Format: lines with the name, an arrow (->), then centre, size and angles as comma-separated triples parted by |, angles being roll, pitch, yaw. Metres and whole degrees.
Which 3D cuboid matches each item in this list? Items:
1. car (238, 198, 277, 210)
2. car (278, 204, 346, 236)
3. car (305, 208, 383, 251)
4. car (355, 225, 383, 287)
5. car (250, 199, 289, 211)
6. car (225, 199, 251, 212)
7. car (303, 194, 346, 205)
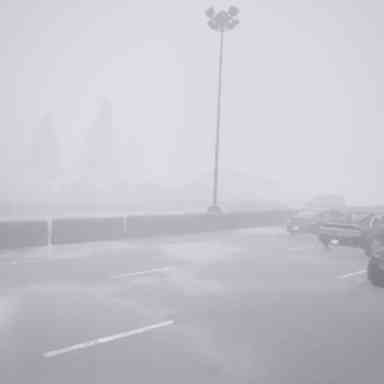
car -> 8.846, 1.613, 44.618 | 5.357, 1.411, 2.033 | 0, 0, -35
car -> 6.824, 1.557, 17.204 | 4.674, 1.442, 1.812 | 0, 0, -35
car -> 6.938, 1.518, 12.988 | 4.902, 1.511, 2.128 | 0, 0, -35
car -> 6.129, 1.583, 8.114 | 4.181, 1.385, 1.994 | 0, 0, -35
car -> 8.778, 1.620, 36.010 | 4.181, 1.385, 1.994 | 0, 0, -35
car -> 5.996, 1.532, 38.330 | 5.008, 1.535, 1.882 | 0, 0, -35
car -> 14.180, 1.286, 35.536 | 5.566, 2.045, 2.150 | 0, 0, -35
